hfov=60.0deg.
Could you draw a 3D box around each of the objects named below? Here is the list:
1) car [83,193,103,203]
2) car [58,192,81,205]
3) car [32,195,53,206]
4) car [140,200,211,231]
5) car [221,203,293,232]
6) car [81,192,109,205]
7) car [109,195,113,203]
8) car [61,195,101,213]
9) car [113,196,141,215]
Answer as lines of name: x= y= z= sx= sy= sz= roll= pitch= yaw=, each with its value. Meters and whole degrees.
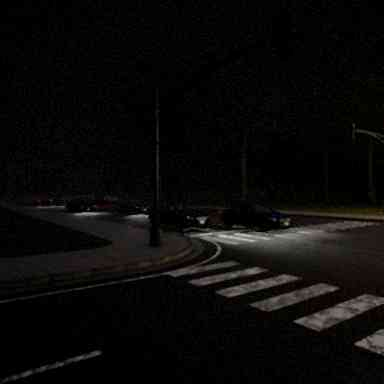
car: x=-17.923 y=1.042 z=60.228 sx=2.097 sy=1.767 sz=4.553 roll=-1 pitch=0 yaw=-36
car: x=-18.902 y=1.230 z=50.512 sx=1.882 sy=1.535 sz=5.008 roll=-1 pitch=0 yaw=-36
car: x=-22.405 y=1.190 z=49.822 sx=2.097 sy=1.767 sz=4.553 roll=-1 pitch=0 yaw=-36
car: x=-0.871 y=1.373 z=20.088 sx=2.128 sy=1.511 sz=4.902 roll=-1 pitch=0 yaw=-36
car: x=3.625 y=1.392 z=19.418 sx=1.812 sy=1.442 sz=4.674 roll=-1 pitch=1 yaw=-36
car: x=-14.759 y=1.084 z=50.451 sx=2.097 sy=1.767 sz=4.553 roll=-1 pitch=0 yaw=-35
car: x=-13.706 y=1.227 z=54.481 sx=1.812 sy=1.442 sz=4.674 roll=-1 pitch=0 yaw=-36
car: x=-11.827 y=1.365 z=35.135 sx=2.033 sy=1.411 sz=5.357 roll=-1 pitch=1 yaw=-36
car: x=-5.638 y=1.337 z=32.152 sx=1.812 sy=1.442 sz=4.674 roll=-1 pitch=1 yaw=-36
